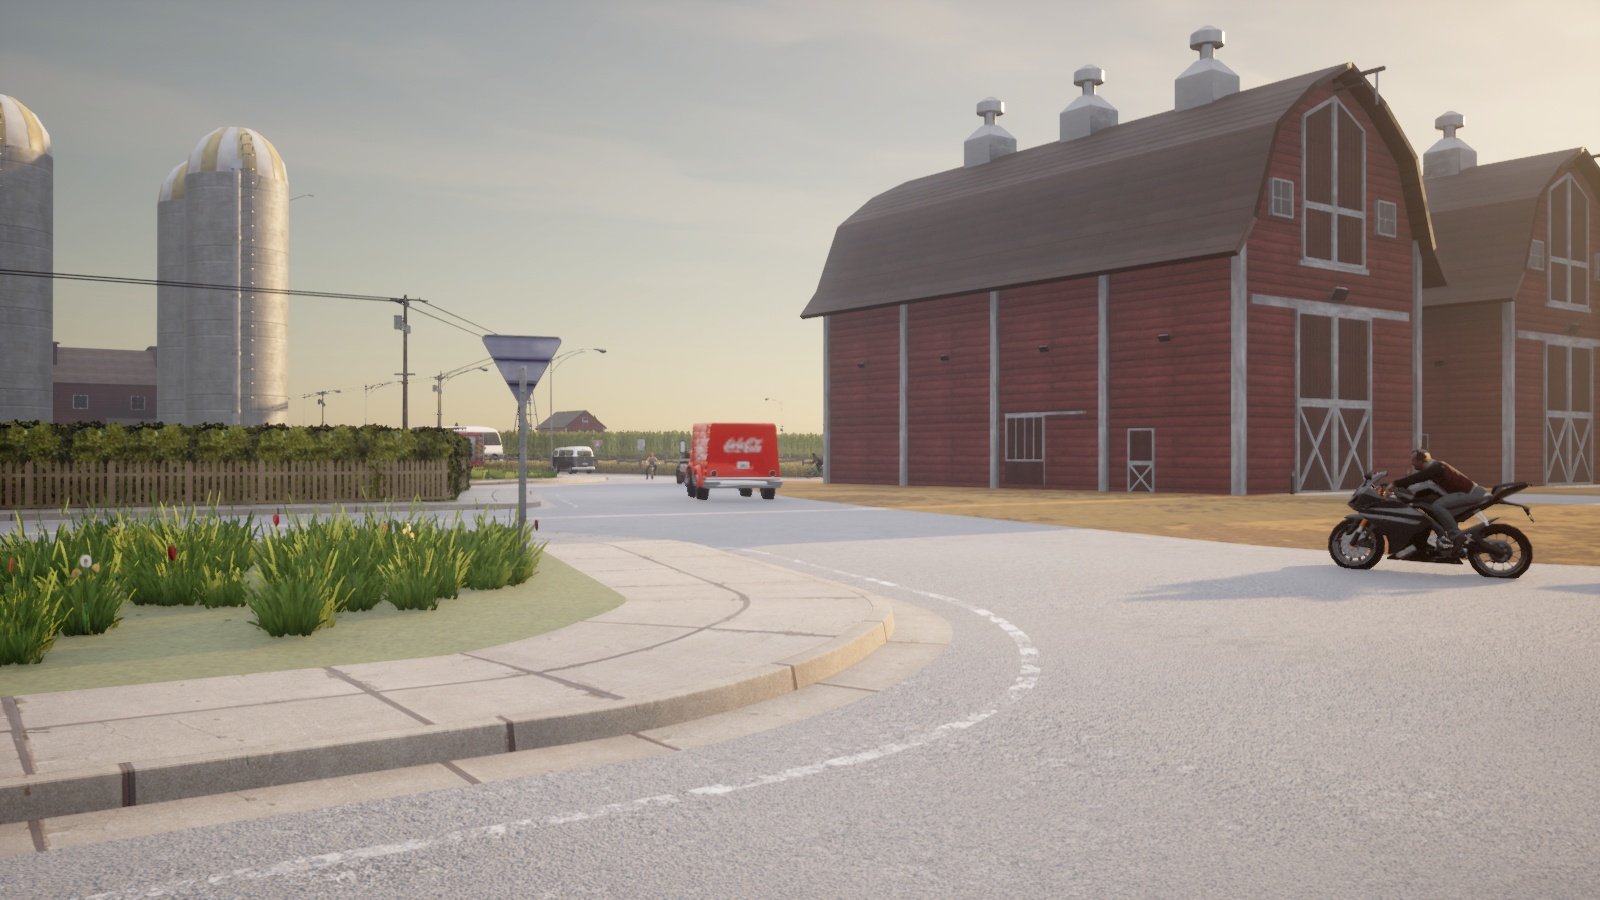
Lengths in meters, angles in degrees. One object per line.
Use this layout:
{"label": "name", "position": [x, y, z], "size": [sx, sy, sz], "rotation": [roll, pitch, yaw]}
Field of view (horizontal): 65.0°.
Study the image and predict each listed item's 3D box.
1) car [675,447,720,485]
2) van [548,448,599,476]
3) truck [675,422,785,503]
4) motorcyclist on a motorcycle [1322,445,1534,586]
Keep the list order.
{"label": "car", "position": [-5.084, 0.791, 62.714], "size": [1.932, 1.855, 4.605], "rotation": [0, 0, -1]}
{"label": "van", "position": [-17.054, 0.856, 94.223], "size": [2.069, 2.038, 4.480], "rotation": [0, 0, -35]}
{"label": "truck", "position": [-2.363, 0.360, 40.879], "size": [2.627, 2.467, 5.204], "rotation": [0, 0, -14]}
{"label": "motorcyclist on a motorcycle", "position": [7.521, 0.741, 15.087], "size": [2.191, 1.530, 0.866], "rotation": [2, 1, 29]}
